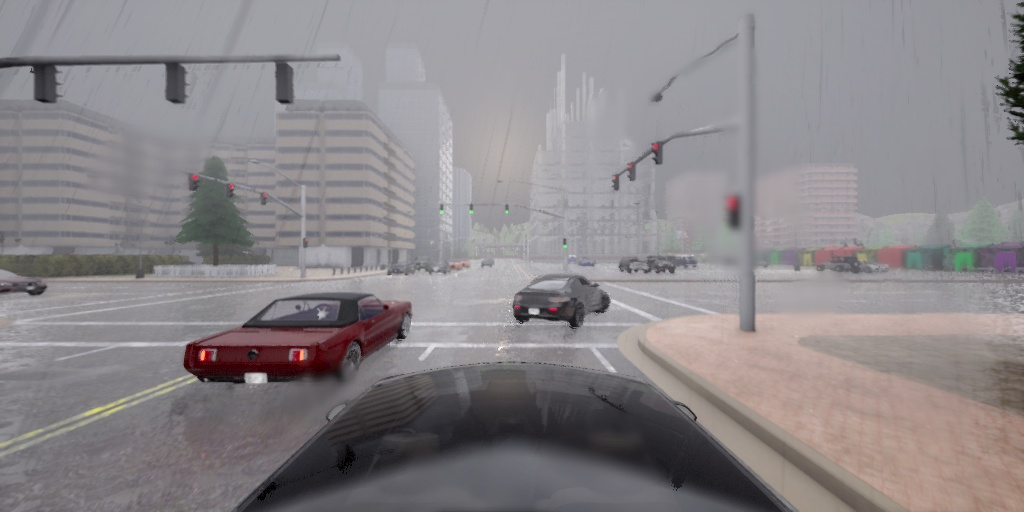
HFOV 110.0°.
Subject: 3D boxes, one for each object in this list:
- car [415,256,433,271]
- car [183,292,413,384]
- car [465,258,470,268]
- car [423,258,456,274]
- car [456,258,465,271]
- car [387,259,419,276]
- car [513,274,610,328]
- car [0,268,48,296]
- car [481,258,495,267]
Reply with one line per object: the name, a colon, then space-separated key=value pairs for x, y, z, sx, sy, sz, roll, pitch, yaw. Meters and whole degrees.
car: x=-11.600 y=0.981 z=46.943 sx=2.150 sy=2.045 sz=5.566 roll=0 pitch=0 yaw=0
car: x=-3.421 y=1.352 z=7.026 sx=1.895 sy=1.301 sz=4.718 roll=0 pitch=0 yaw=0
car: x=-8.148 y=1.114 z=59.291 sx=2.097 sy=1.767 sz=4.553 roll=0 pitch=0 yaw=0
car: x=-8.057 y=1.250 z=40.378 sx=2.128 sy=1.511 sz=4.902 roll=0 pitch=0 yaw=0
car: x=-8.115 y=1.112 z=49.290 sx=2.097 sy=1.767 sz=4.553 roll=0 pitch=0 yaw=0
car: x=-11.535 y=1.322 z=37.586 sx=1.994 sy=1.385 sz=4.181 roll=0 pitch=0 yaw=0
car: x=1.671 y=1.278 z=11.419 sx=1.812 sy=1.442 sz=4.674 roll=-1 pitch=0 yaw=28
car: x=-25.549 y=1.280 z=17.284 sx=4.674 sy=1.442 sz=1.812 roll=0 pitch=0 yaw=0
car: x=-4.545 y=1.254 z=64.872 sx=2.128 sy=1.511 sz=4.902 roll=0 pitch=0 yaw=0
